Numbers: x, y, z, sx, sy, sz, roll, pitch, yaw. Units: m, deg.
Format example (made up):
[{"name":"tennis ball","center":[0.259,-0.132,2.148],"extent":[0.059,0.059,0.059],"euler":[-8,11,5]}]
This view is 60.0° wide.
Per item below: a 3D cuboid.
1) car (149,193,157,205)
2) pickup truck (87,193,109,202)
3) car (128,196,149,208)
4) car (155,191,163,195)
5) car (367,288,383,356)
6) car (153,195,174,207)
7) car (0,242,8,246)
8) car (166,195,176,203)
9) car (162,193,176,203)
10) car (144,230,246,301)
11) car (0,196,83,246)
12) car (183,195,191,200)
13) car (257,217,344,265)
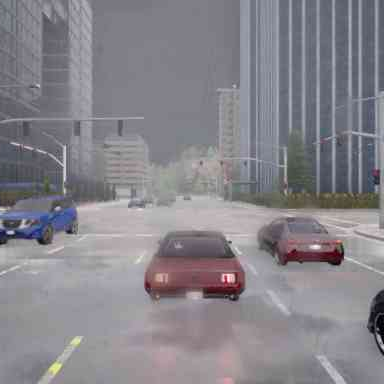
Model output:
[{"name":"car","center":[-7.949,1.499,59.944],"extent":[1.837,1.490,4.892],"euler":[0,2,-1]},{"name":"pickup truck","center":[-21.197,1.059,73.336],"extent":[2.390,2.098,6.274],"euler":[0,0,30]},{"name":"car","center":[-7.793,1.526,47.464],"extent":[1.812,1.442,4.674],"euler":[0,0,1]},{"name":"car","center":[-8.213,0.840,82.876],"extent":[2.150,2.045,5.566],"euler":[0,0,-1]},{"name":"car","center":[3.608,1.564,3.236],"extent":[1.994,1.385,4.181],"euler":[0,0,-1]},{"name":"car","center":[-4.350,1.547,51.564],"extent":[2.033,1.411,5.357],"euler":[0,0,-1]},{"name":"car","center":[-3.601,1.491,2.213],"extent":[2.128,1.511,4.902],"euler":[0,0,0]},{"name":"car","center":[-4.565,1.525,72.679],"extent":[2.128,1.511,4.902],"euler":[0,0,-1]},{"name":"car","center":[-4.468,1.504,61.931],"extent":[1.837,1.490,4.892],"euler":[0,0,0]},{"name":"car","center":[0.071,1.601,8.289],"extent":[1.895,1.301,4.718],"euler":[0,0,0]},{"name":"car","center":[-7.119,1.221,15.703],"extent":[2.150,2.045,5.566],"euler":[0,0,-1]},{"name":"car","center":[-1.295,1.553,88.561],"extent":[1.994,1.385,4.181],"euler":[0,0,-1]},{"name":"car","center":[3.577,1.564,11.647],"extent":[1.994,1.385,4.181],"euler":[0,0,0]}]
